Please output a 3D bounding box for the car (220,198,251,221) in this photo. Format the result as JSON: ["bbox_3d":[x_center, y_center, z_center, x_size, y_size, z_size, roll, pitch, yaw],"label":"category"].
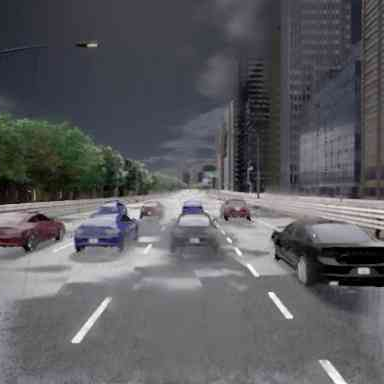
[{"bbox_3d":[3.560,1.376,28.011,2.097,1.767,4.553,0,0,0],"label":"car"}]

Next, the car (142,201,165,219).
[{"bbox_3d":[-3.441,1.552,29.279,1.812,1.442,4.674,0,0,0],"label":"car"}]

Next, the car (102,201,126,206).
[{"bbox_3d":[-6.940,1.552,29.306,1.812,1.442,4.674,0,0,0],"label":"car"}]

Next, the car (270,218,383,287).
[{"bbox_3d":[3.583,1.481,9.398,1.882,1.535,5.008,0,0,0],"label":"car"}]

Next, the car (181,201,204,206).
[{"bbox_3d":[0.059,1.504,29.767,1.882,1.535,5.008,0,0,0],"label":"car"}]

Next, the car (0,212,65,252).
[{"bbox_3d":[-6.911,1.533,13.800,1.812,1.442,4.674,0,0,0],"label":"car"}]

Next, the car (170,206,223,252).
[{"bbox_3d":[0.098,1.533,13.865,1.812,1.442,4.674,0,0,0],"label":"car"}]

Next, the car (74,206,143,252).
[{"bbox_3d":[-3.412,1.533,13.828,1.812,1.442,4.674,0,0,0],"label":"car"}]
